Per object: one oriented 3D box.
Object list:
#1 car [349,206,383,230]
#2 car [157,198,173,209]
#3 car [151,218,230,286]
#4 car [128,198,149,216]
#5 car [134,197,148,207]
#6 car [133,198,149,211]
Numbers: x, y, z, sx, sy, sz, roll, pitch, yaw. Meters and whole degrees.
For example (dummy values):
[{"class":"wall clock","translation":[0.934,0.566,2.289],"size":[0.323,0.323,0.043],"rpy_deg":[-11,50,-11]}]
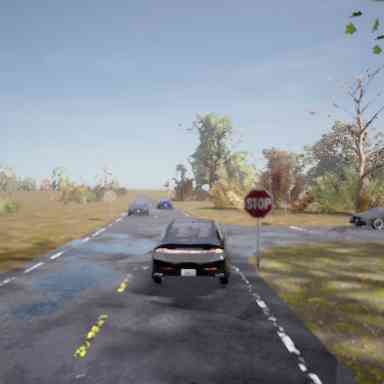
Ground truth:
[{"class":"car","translation":[12.300,1.594,21.134],"size":[4.181,1.385,1.994],"rpy_deg":[0,0,-8]},{"class":"car","translation":[-3.725,1.522,45.213],"size":[1.812,1.442,4.674],"rpy_deg":[0,0,-9]},{"class":"car","translation":[0.051,1.492,9.466],"size":[2.128,1.511,4.902],"rpy_deg":[0,0,3]},{"class":"car","translation":[-5.183,1.562,32.520],"size":[1.994,1.385,4.181],"rpy_deg":[0,0,-7]},{"class":"car","translation":[-7.862,1.558,51.211],"size":[1.994,1.385,4.181],"rpy_deg":[0,0,-9]},{"class":"car","translation":[-6.307,1.522,41.094],"size":[1.812,1.442,4.674],"rpy_deg":[0,0,-9]}]
